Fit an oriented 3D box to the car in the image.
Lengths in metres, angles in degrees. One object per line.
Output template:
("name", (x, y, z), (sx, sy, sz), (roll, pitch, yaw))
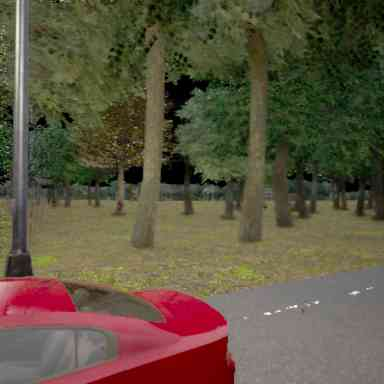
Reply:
("car", (-1.991, 1.517, 2.451), (5.008, 1.535, 1.882), (1, -1, -31))
